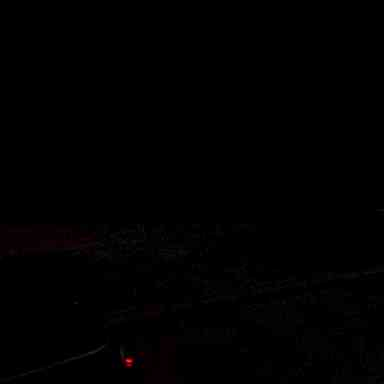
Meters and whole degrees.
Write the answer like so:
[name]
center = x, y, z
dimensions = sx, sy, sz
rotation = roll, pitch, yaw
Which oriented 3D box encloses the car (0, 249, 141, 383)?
[car]
center = -2.570, 1.341, 1.889
dimensions = 4.553, 1.767, 2.097
rotation = 0, 0, -34
